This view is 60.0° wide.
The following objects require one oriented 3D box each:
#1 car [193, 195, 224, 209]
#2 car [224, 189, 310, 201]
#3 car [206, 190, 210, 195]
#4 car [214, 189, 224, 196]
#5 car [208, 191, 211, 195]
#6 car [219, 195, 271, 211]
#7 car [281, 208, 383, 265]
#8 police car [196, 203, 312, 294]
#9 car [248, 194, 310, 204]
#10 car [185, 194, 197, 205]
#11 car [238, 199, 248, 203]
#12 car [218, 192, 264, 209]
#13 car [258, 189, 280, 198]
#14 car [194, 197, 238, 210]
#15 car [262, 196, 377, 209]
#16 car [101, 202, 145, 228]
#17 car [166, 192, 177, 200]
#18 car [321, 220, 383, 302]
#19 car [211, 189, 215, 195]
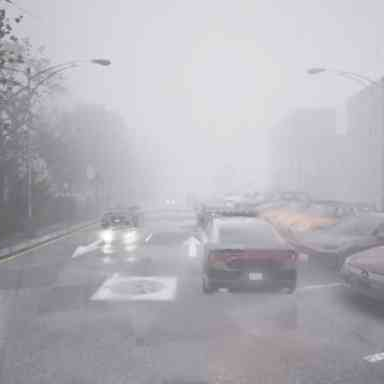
[{"bbox_3d":[1.207,1.215,24.552,1.812,1.442,4.674,0,1,0],"label":"car"},{"bbox_3d":[5.342,0.955,21.813,5.566,2.045,2.435,1,1,-20],"label":"car"},{"bbox_3d":[5.275,0.831,57.811,5.366,1.575,1.946,1,1,-20],"label":"car"},{"bbox_3d":[5.363,0.853,30.830,5.566,2.045,2.435,1,1,-20],"label":"car"},{"bbox_3d":[5.434,0.922,48.867,5.008,1.535,2.097,1,0,-20],"label":"car"},{"bbox_3d":[5.372,1.101,33.833,4.792,1.488,2.163,1,1,-20],"label":"car"},{"bbox_3d":[5.287,1.383,9.822,4.792,1.488,2.163,1,1,-20],"label":"car"},{"bbox_3d":[1.167,1.309,8.662,1.930,1.638,5.238,0,1,0],"label":"police car"},{"bbox_3d":[5.364,1.153,15.841,4.553,1.767,2.185,1,1,-20],"label":"car"},{"bbox_3d":[0.084,0.953,46.157,2.128,1.511,4.902,0,0,0],"label":"car"},{"bbox_3d":[5.338,1.282,18.839,4.674,1.452,2.002,1,0,-20],"label":"car"},{"bbox_3d":[5.377,0.914,36.845,4.553,1.767,2.185,1,0,-20],"label":"car"},{"bbox_3d":[18.449,0.383,79.881,2.435,2.045,5.566,0,1,-21],"label":"car"},{"bbox_3d":[1.189,1.265,18.552,1.837,1.490,4.892,0,1,0],"label":"car"},{"bbox_3d":[5.355,1.191,12.840,4.553,1.767,2.185,1,1,-20],"label":"car"},{"bbox_3d":[-3.986,1.309,19.720,1.994,1.385,4.181,0,1,0],"label":"car"},{"bbox_3d":[-3.957,0.795,64.564,2.128,1.511,4.902,0,1,0],"label":"car"},{"bbox_3d":[5.311,1.433,6.831,4.674,1.452,2.002,0,1,-20],"label":"car"},{"bbox_3d":[5.470,0.826,45.863,4.553,1.767,2.185,1,1,-20],"label":"car"}]
